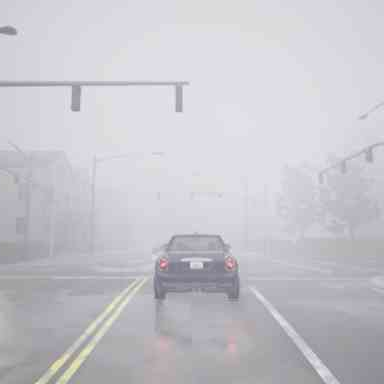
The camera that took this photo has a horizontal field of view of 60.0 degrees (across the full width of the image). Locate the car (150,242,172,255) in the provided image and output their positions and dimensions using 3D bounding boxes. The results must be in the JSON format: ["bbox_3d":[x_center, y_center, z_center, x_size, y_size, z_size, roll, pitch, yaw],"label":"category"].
[{"bbox_3d":[-3.590,6.590,39.123,2.033,1.411,5.357,0,-9,0],"label":"car"}]

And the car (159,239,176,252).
[{"bbox_3d":[-3.578,7.881,48.807,2.097,1.767,4.553,0,-9,0],"label":"car"}]

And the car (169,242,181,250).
[{"bbox_3d":[-3.479,11.156,68.966,2.128,1.511,4.902,0,-9,0],"label":"car"}]

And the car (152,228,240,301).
[{"bbox_3d":[0.120,1.977,9.939,2.097,1.767,4.553,0,-6,0],"label":"car"}]

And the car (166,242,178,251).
[{"bbox_3d":[-3.537,9.581,58.717,1.812,1.442,4.674,0,-8,1],"label":"car"}]
